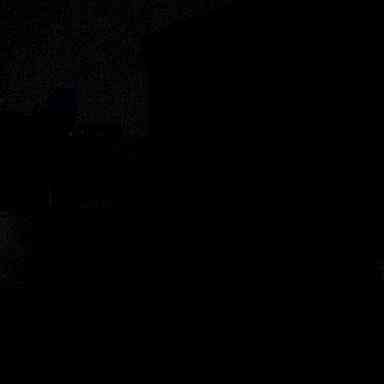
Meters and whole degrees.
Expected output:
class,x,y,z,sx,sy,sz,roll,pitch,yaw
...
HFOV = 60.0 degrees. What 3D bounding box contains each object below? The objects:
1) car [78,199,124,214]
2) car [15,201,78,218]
class,x,y,z,sx,sy,sz,roll,pitch,yaw
car,-8.683,1.348,31.952,1.752,1.417,4.829,-1,0,35
car,-12.045,1.419,27.172,2.008,1.369,4.403,-1,0,35
